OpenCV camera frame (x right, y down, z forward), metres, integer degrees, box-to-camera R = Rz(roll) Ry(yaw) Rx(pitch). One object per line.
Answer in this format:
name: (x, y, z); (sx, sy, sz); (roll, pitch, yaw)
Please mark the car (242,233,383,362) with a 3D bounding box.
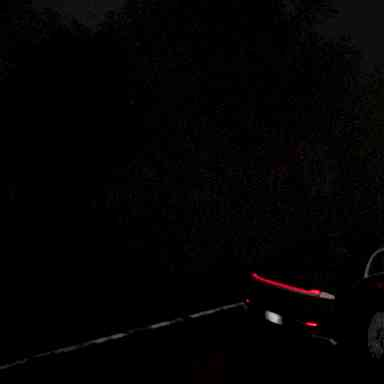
car: (3.085, 1.501, 5.943); (4.902, 1.511, 2.128); (0, 0, -35)
